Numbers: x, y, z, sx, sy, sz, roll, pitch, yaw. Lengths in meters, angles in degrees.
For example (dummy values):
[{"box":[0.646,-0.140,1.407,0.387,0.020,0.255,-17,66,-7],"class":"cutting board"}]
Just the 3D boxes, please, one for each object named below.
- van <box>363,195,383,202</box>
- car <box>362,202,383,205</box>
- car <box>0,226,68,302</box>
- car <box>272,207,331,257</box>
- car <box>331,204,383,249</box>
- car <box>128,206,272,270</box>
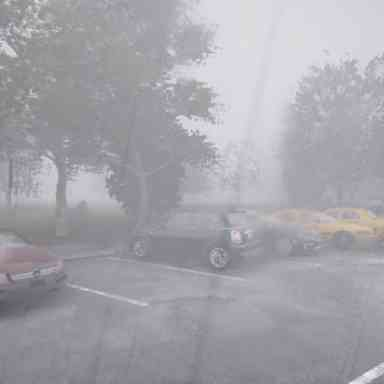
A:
[{"box":[12.112,1.179,19.588,4.442,1.987,1.878,-1,0,36],"class":"van"},{"box":[7.167,1.435,16.292,5.366,1.575,1.946,-1,0,35],"class":"car"},{"box":[-4.881,1.524,7.706,4.674,1.452,2.002,-1,-1,34],"class":"car"},{"box":[2.416,1.461,12.825,4.892,1.521,2.231,-1,-1,35],"class":"car"},{"box":[5.019,1.443,14.399,5.366,1.575,1.946,-1,-1,35],"class":"car"},{"box":[0.002,1.344,11.105,4.553,1.767,2.185,-1,0,35],"class":"car"}]
